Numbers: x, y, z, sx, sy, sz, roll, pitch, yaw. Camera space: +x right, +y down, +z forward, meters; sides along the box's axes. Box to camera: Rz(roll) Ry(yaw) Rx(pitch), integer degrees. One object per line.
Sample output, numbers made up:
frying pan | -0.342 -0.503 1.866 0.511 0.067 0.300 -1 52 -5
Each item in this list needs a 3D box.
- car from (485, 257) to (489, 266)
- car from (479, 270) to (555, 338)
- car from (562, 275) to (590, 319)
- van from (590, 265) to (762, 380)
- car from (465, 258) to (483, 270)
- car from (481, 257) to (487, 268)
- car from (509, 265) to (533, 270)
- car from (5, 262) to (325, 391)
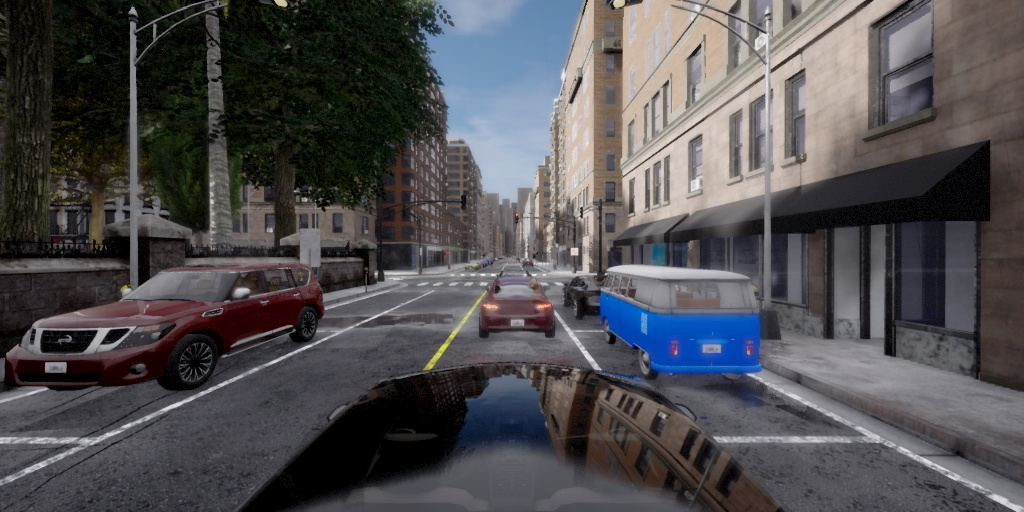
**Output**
car | -5.540 1.265 61.555 1.888 1.381 4.507 0 0 0
car | 0.123 1.274 10.027 1.812 1.442 4.674 0 0 0
car | 2.880 1.313 12.647 1.948 1.339 4.313 0 0 0
van | 2.867 1.090 6.986 1.690 1.789 3.998 0 0 0
car | -5.564 1.248 50.483 1.751 1.417 4.829 0 0 0
car | -5.552 1.271 56.104 2.007 1.370 4.403 0 0 0
car | 0.112 1.345 18.849 1.895 1.301 4.718 0 0 -1
car | -5.657 1.064 6.965 2.192 1.841 5.009 0 0 0
